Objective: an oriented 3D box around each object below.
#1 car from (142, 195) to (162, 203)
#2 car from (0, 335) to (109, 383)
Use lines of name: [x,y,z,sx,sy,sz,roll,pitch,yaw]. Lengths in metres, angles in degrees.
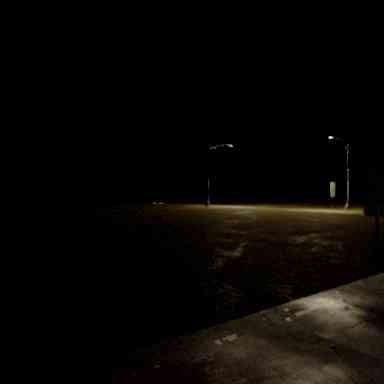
car: [-7.003,1.215,58.284,1.994,1.385,4.181,2,-1,-36]
car: [-2.565,1.609,1.237,4.718,1.301,1.895,0,0,-35]
